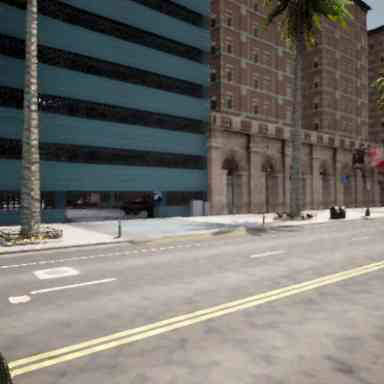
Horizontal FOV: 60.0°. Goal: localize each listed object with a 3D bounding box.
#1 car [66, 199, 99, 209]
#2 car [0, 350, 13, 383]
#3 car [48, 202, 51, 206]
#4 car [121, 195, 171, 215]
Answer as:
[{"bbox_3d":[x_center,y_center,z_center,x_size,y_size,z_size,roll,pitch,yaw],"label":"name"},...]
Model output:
[{"bbox_3d":[-16.597,1.901,50.013,4.718,1.301,1.895,0,-1,-37],"label":"car"},{"bbox_3d":[-3.204,1.587,1.748,4.181,1.385,1.994,0,0,-33],"label":"car"},{"bbox_3d":[-23.241,1.941,59.531,4.786,1.482,2.161,0,-1,-37],"label":"car"},{"bbox_3d":[-4.807,1.328,35.738,5.566,2.045,2.435,0,-1,-37],"label":"car"}]
